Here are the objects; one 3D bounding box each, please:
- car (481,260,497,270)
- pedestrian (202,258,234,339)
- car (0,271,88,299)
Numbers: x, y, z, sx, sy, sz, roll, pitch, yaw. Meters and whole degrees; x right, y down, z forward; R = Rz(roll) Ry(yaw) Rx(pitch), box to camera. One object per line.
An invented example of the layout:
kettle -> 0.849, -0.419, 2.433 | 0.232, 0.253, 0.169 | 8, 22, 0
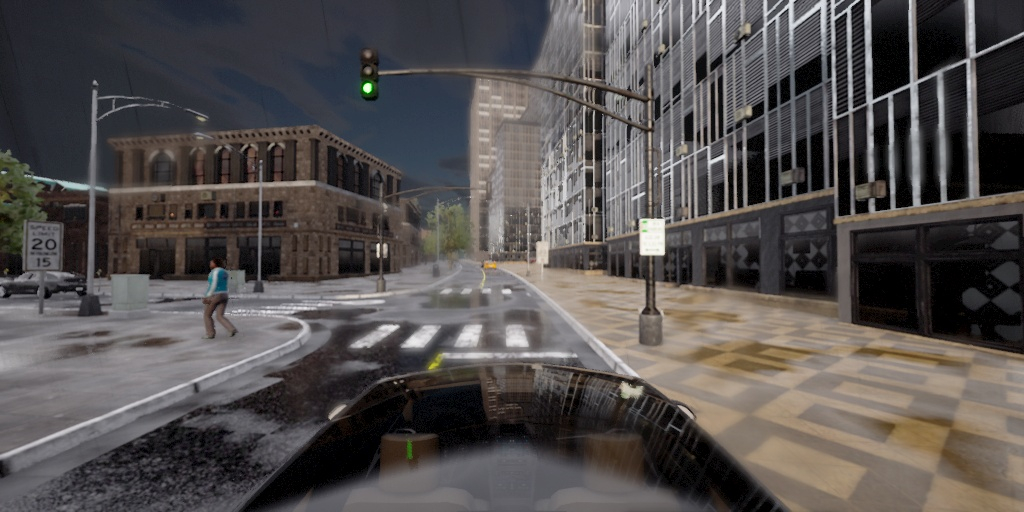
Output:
car -> -3.555, 1.464, 58.266 | 1.882, 1.535, 5.008 | 0, 0, -7
pedestrian -> -6.570, 0.908, 7.979 | 0.375, 1.860, 0.375 | 1, -1, -1
car -> -24.225, 1.457, 18.622 | 4.403, 1.370, 2.007 | 0, 0, 9
